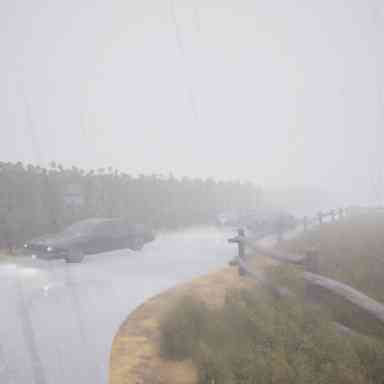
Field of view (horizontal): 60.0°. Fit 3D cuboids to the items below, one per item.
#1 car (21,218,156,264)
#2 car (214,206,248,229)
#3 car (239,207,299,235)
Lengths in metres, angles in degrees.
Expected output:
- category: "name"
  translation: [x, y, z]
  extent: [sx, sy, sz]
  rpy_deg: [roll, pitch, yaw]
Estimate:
- category: "car"
  translation: [-3.714, 1.753, 13.119]
  extent: [2.033, 1.411, 5.357]
  rpy_deg: [-1, -1, 35]
- category: "car"
  translation: [3.352, 1.808, 24.120]
  extent: [2.128, 1.511, 4.902]
  rpy_deg: [-1, -1, 32]
- category: "car"
  translation: [5.166, 1.807, 20.817]
  extent: [2.033, 1.411, 5.357]
  rpy_deg: [-1, -1, 32]
